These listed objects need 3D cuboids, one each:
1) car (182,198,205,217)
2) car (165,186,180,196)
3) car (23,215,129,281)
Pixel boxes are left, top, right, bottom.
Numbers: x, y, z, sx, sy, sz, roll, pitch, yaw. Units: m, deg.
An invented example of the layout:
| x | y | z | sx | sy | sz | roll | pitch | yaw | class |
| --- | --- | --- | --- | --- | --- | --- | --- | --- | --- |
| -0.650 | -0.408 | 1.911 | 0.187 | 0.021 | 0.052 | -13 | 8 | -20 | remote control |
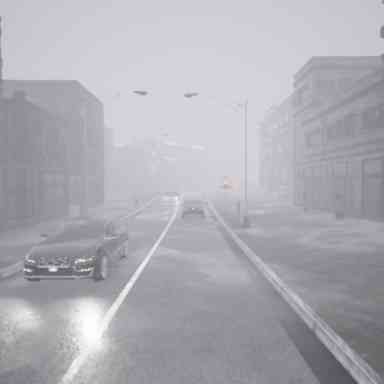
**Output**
| x | y | z | sx | sy | sz | roll | pitch | yaw | class |
| --- | --- | --- | --- | --- | --- | --- | --- | --- | --- |
| 0.104 | 1.238 | 28.258 | 2.033 | 1.411 | 5.357 | 0 | 2 | 0 | car |
| -3.035 | -0.152 | 51.049 | 1.812 | 1.442 | 4.674 | 0 | 4 | 1 | car |
| -3.099 | 1.502 | 9.852 | 1.837 | 1.490 | 4.892 | 0 | 0 | 0 | car |
